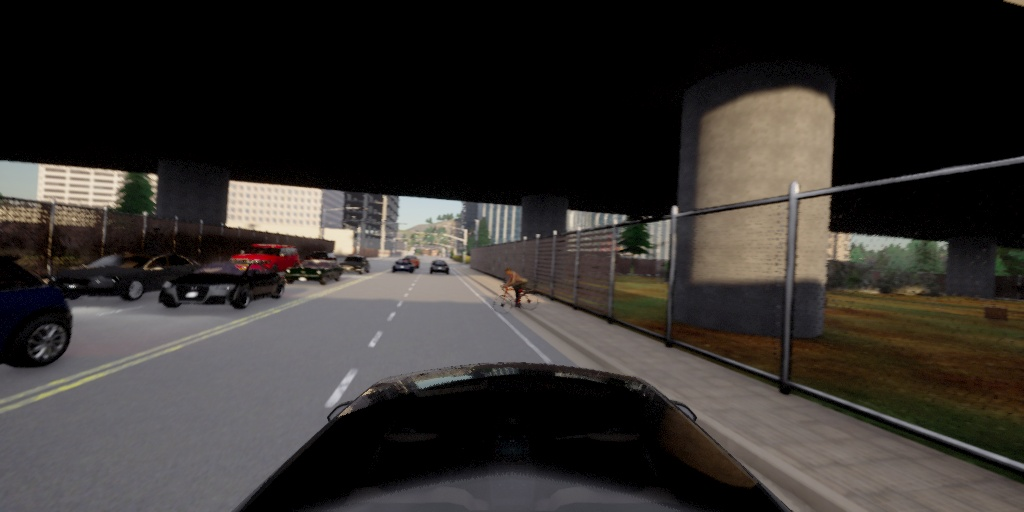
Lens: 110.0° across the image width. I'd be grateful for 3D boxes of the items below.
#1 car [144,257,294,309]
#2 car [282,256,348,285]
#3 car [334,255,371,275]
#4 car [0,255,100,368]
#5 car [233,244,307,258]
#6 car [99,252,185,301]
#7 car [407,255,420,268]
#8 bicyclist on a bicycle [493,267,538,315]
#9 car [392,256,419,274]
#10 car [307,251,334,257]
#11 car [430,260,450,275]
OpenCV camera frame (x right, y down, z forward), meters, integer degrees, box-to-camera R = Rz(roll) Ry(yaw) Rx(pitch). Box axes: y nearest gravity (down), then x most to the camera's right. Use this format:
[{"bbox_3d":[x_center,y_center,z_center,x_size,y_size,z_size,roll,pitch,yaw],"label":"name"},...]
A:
[{"bbox_3d":[-9.336,0.879,11.971,1.994,1.385,4.181,3,0,-12],"label":"car"},{"bbox_3d":[-11.210,0.877,20.613,1.895,1.301,4.718,3,0,-12],"label":"car"},{"bbox_3d":[-13.325,0.738,30.534,1.837,1.490,4.892,3,0,-12],"label":"car"},{"bbox_3d":[-7.501,0.706,3.527,2.097,1.767,4.553,3,0,-12],"label":"car"},{"bbox_3d":[-15.129,0.295,22.299,2.150,2.045,5.566,3,0,-13],"label":"car"},{"bbox_3d":[-13.043,0.622,12.584,1.837,1.490,4.892,3,0,-12],"label":"car"},{"bbox_3d":[-13.351,0.708,47.676,2.097,1.767,4.553,3,-1,-12],"label":"car"},{"bbox_3d":[0.095,1.203,12.645,1.656,1.620,0.582,-6,2,-12],"label":"bicyclist on a bicycle"},{"bbox_3d":[-10.773,0.976,35.826,1.994,1.385,4.181,3,0,-12],"label":"car"},{"bbox_3d":[-17.264,0.382,32.323,2.097,1.767,4.553,3,0,-12],"label":"car"},{"bbox_3d":[-7.591,1.164,37.673,1.994,1.385,4.181,3,0,-12],"label":"car"}]
